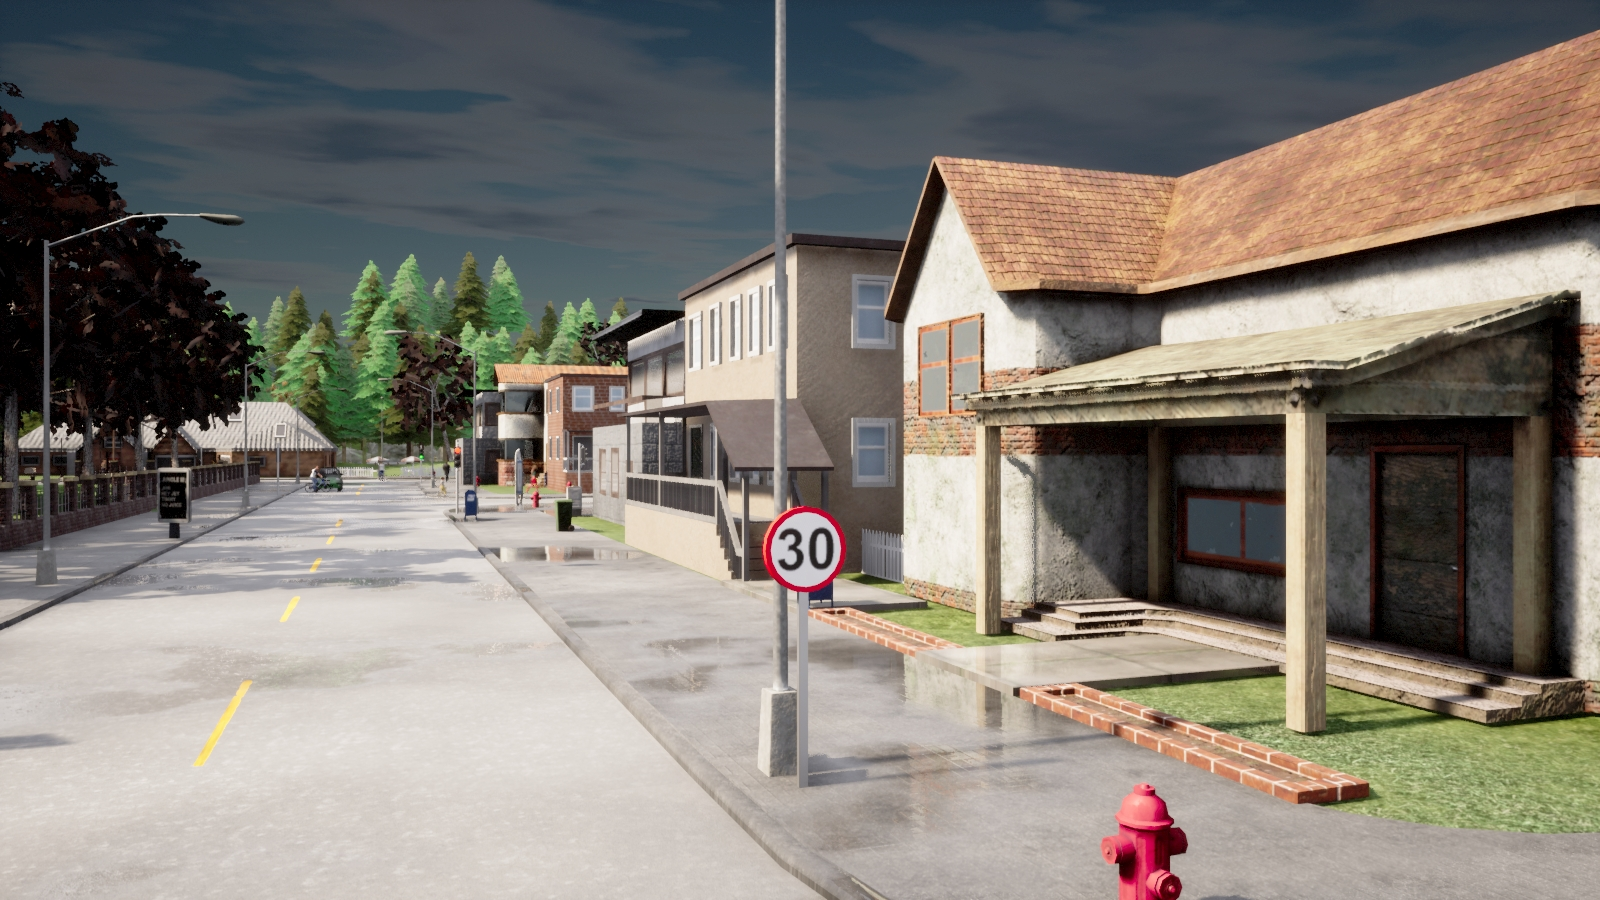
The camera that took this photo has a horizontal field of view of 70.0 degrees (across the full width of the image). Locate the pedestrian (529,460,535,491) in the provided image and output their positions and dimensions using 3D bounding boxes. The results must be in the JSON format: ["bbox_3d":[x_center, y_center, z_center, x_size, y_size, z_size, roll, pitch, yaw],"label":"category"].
[{"bbox_3d":[-16.218,1.516,69.125,0.375,1.860,0.375,0,0,-12],"label":"pedestrian"}]

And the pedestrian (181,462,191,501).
[{"bbox_3d":[-29.469,1.525,54.817,0.375,1.860,0.375,0,0,-20],"label":"pedestrian"}]

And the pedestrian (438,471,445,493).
[{"bbox_3d":[-21.044,1.893,67.040,0.375,1.300,0.375,0,0,-21],"label":"pedestrian"}]
